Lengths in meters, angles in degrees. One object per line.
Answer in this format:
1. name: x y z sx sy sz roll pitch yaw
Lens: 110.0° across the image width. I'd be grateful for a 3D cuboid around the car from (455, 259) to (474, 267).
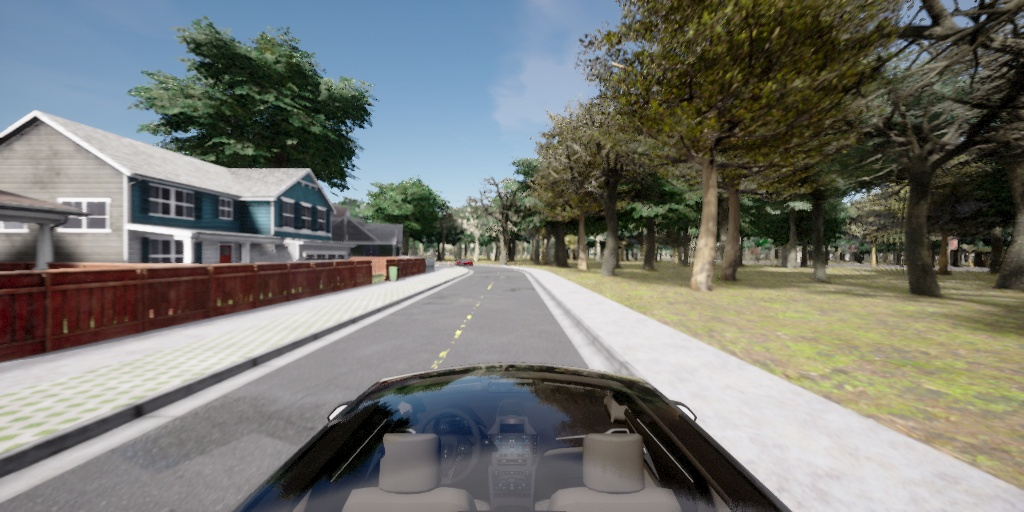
1. car: -7.678 1.124 58.101 1.895 1.301 4.718 0 0 -24
